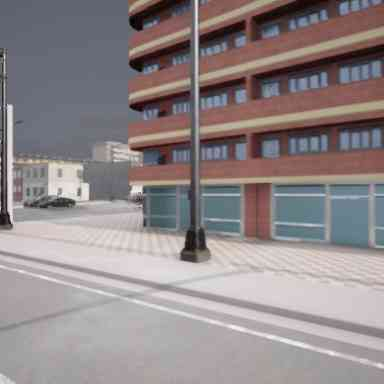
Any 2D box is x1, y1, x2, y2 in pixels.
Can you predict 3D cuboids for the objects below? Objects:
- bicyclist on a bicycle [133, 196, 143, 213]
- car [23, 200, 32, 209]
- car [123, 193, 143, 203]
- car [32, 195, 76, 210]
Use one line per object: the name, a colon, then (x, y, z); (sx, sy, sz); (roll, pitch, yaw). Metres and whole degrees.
bicyclist on a bicycle: (-4.928, 1.172, 30.916); (1.656, 1.620, 0.582); (-1, 0, 37)
car: (-19.939, 1.269, 44.217); (2.097, 1.767, 4.553); (0, 1, 37)
car: (-9.778, 0.971, 57.828); (2.097, 1.767, 4.553); (0, 1, 37)
car: (-17.130, 1.409, 42.134); (1.837, 1.490, 4.892); (0, 1, 37)
